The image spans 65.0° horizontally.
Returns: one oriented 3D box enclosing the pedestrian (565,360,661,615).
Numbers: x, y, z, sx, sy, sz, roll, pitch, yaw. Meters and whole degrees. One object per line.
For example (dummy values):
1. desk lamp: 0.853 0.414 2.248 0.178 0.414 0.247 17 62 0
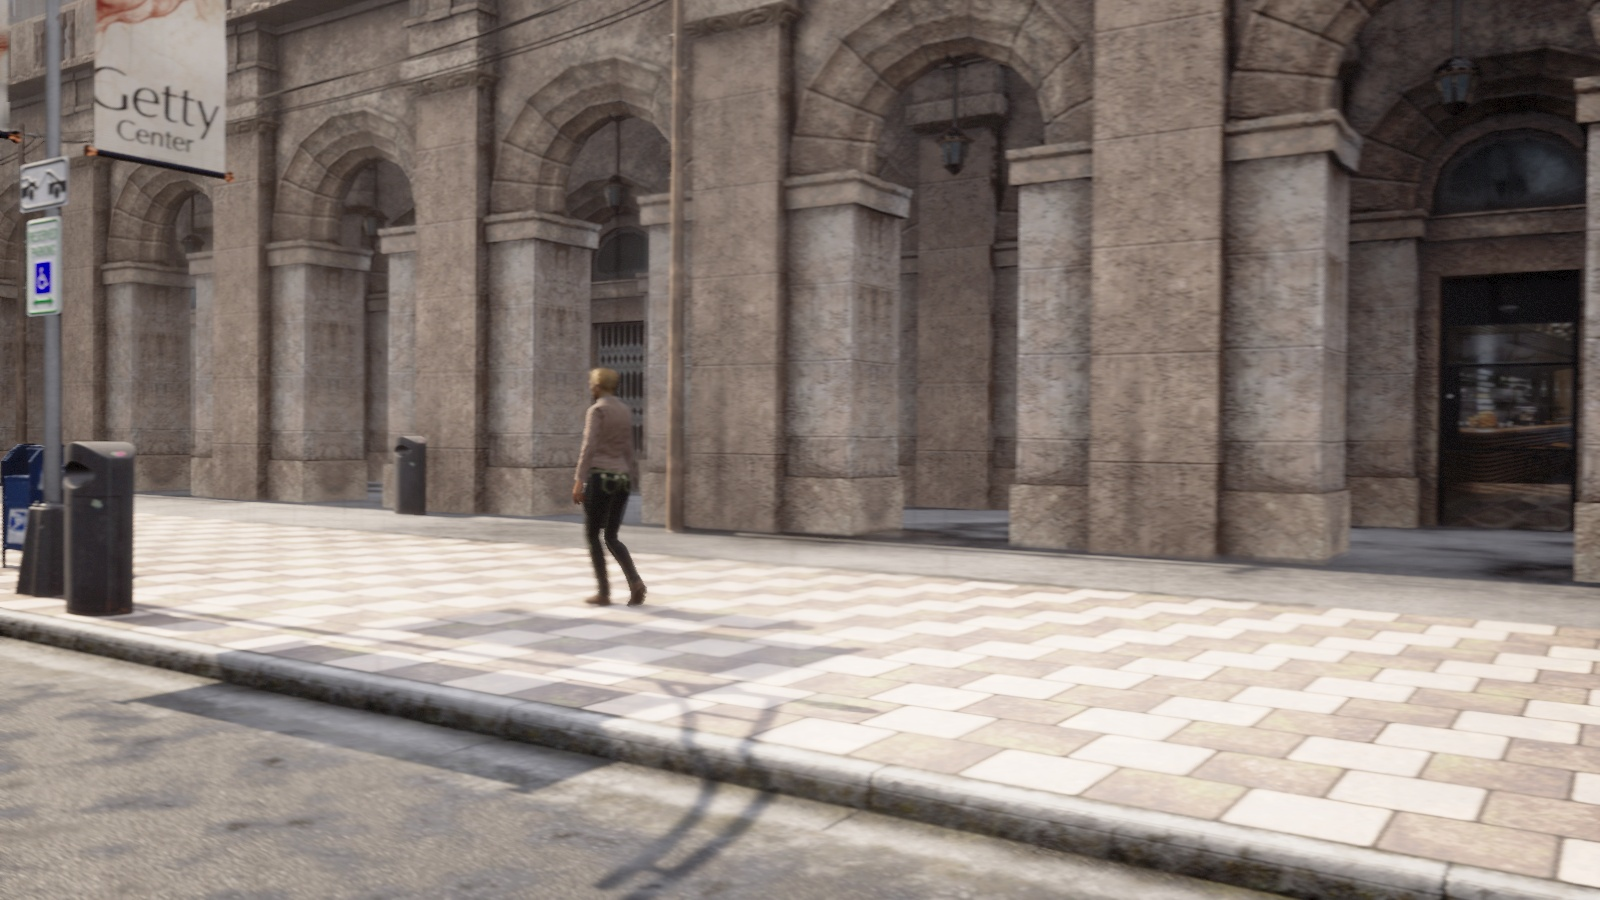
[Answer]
1. pedestrian: -1.402 0.272 9.403 0.634 1.846 0.331 0 1 36
